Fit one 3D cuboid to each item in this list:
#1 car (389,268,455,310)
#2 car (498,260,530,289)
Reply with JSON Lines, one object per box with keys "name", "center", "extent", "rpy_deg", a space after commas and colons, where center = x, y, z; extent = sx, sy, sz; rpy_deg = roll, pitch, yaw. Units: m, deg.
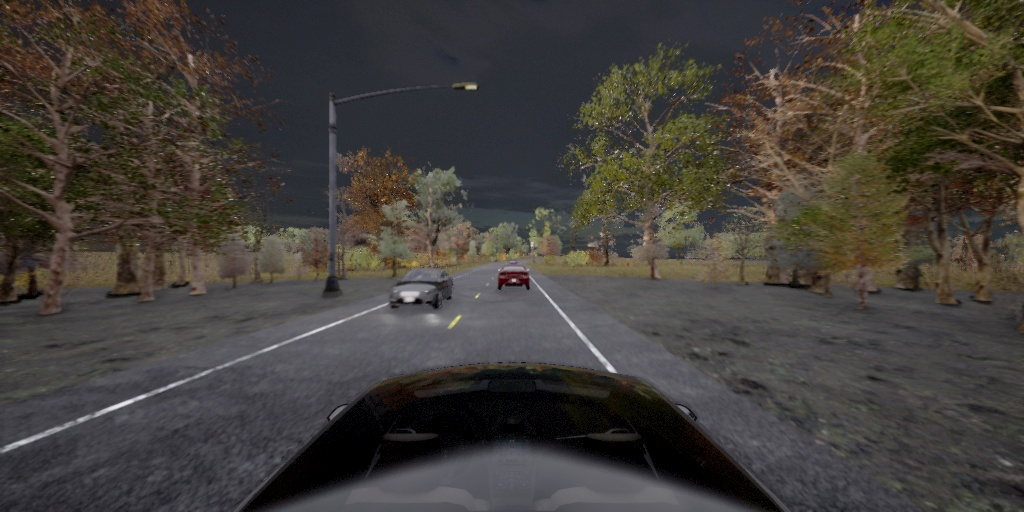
{"name": "car", "center": [-3.587, 1.261, 14.983], "extent": [2.128, 1.511, 4.902], "rpy_deg": [0, 0, 0]}
{"name": "car", "center": [0.112, 1.257, 23.263], "extent": [1.882, 1.535, 5.008], "rpy_deg": [0, 0, 0]}
